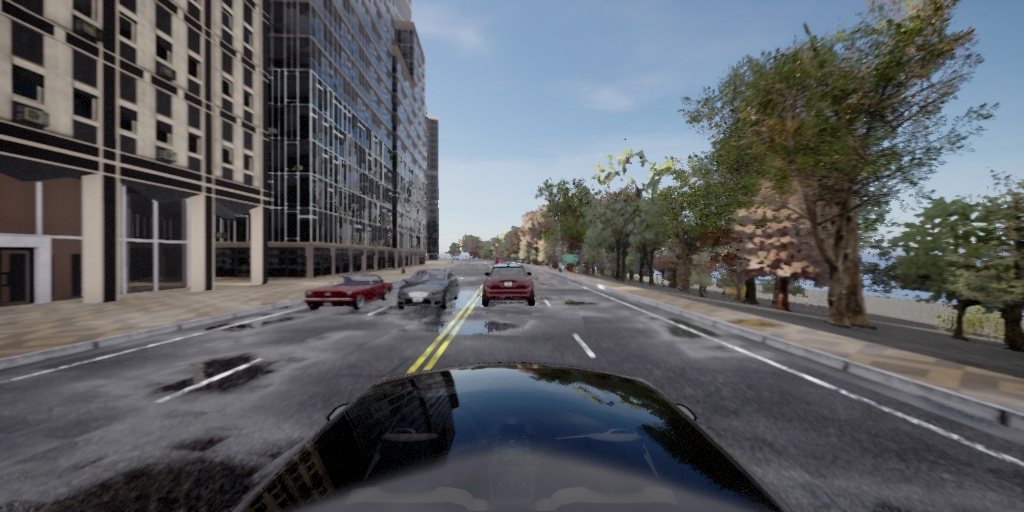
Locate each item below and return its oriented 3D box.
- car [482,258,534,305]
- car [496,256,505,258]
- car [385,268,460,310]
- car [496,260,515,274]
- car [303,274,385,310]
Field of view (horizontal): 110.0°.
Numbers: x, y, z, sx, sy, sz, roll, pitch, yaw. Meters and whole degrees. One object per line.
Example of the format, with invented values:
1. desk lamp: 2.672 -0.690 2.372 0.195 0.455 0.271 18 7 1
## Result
1. car: -0.177 1.132 16.255 2.097 1.767 4.553 0 0 -1
2. car: -2.054 1.075 64.603 2.150 2.045 5.566 0 0 -3
3. car: -3.339 1.283 15.039 2.128 1.511 4.902 0 0 -1
4. car: -0.806 1.319 42.704 2.128 1.511 4.902 0 0 -2
5. car: -6.589 1.430 14.988 1.895 1.301 4.718 0 0 -1
